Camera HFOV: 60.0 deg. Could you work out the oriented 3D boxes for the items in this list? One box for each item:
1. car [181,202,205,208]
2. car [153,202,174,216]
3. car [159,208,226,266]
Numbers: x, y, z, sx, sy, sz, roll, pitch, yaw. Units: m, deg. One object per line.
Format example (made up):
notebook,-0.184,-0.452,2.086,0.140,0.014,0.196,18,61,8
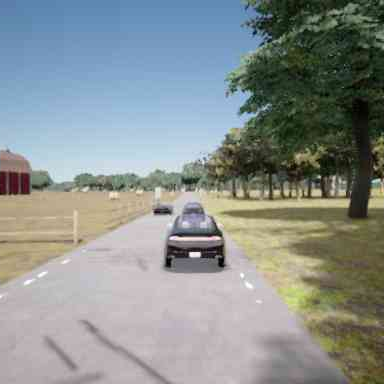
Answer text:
car,0.104,1.580,27.787,1.812,1.442,4.674,0,0,0
car,-2.828,1.663,33.703,1.895,1.301,4.718,0,0,0
car,0.092,1.516,11.575,2.128,1.511,4.902,0,0,0
